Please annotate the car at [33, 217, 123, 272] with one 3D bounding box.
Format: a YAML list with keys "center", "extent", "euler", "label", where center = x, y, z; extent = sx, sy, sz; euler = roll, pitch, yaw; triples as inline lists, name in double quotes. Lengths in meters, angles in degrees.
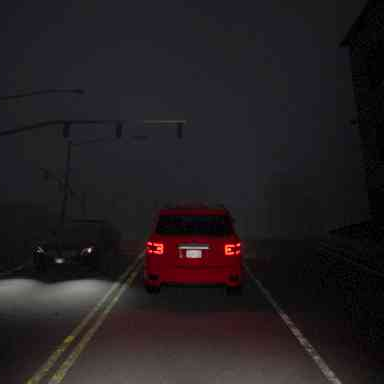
- center: [-3.609, 1.635, 11.400]
  extent: [1.812, 1.442, 4.674]
  euler: [1, -1, 0]
  label: "car"

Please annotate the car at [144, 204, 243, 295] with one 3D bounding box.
- center: [0.067, 1.346, 9.221]
  extent: [2.150, 2.045, 5.566]
  euler: [1, -1, 1]
  label: "car"
